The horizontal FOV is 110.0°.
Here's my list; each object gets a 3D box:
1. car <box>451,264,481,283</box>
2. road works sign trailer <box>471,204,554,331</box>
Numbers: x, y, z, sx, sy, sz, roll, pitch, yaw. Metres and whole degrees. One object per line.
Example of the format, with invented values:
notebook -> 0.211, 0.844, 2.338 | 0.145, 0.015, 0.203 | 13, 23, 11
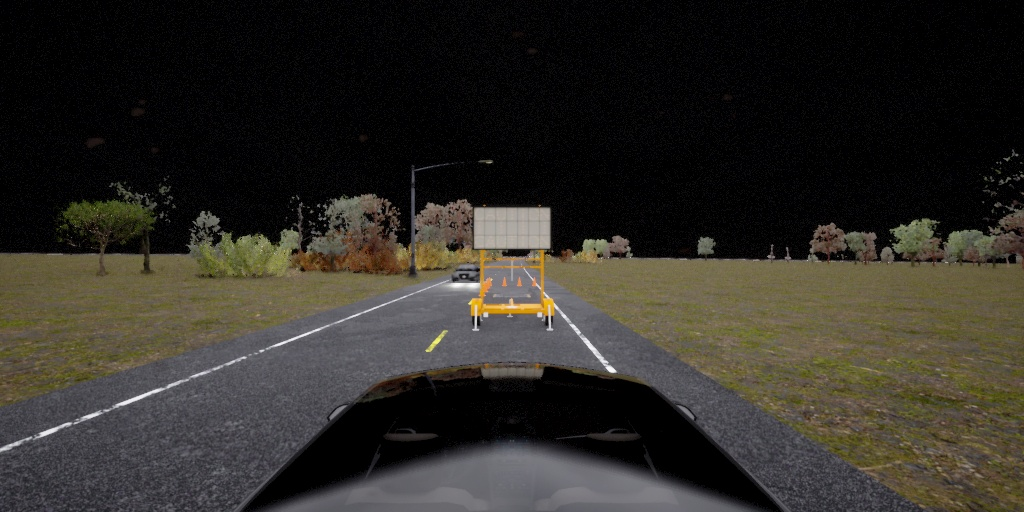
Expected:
car -> -3.488, 1.327, 28.129 | 1.994, 1.385, 4.181 | 0, 0, 0
road works sign trailer -> 0.004, 0.218, 11.028 | 2.380, 3.560, 2.880 | 0, 0, -1
